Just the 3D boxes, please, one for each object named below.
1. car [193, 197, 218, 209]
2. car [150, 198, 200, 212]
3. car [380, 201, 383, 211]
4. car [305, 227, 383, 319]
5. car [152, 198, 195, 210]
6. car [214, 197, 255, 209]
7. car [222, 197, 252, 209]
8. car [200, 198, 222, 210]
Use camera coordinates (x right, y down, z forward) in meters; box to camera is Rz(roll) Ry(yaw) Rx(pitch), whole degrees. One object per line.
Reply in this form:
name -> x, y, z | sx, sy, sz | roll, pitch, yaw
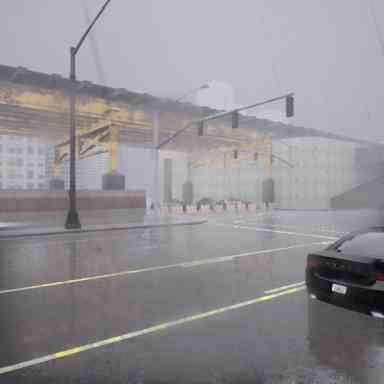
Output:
car -> 1.727, 1.295, 40.006 | 1.853, 1.218, 4.536 | 0, 0, 18
car -> -2.010, 1.453, 37.240 | 4.974, 1.542, 2.038 | 0, 0, 8
car -> 24.243, 1.491, 39.771 | 4.902, 1.511, 2.128 | 0, 0, -37
car -> 4.486, 1.478, 7.043 | 5.008, 1.535, 1.882 | 0, 0, -36
car -> -2.061, 1.295, 37.246 | 4.536, 1.218, 1.853 | 0, 0, 8
car -> 5.590, 1.453, 43.750 | 4.974, 1.542, 2.038 | 0, 0, -7
car -> 5.538, 1.295, 43.743 | 4.536, 1.218, 1.853 | 0, 0, -7
car -> 1.712, 1.453, 39.957 | 2.038, 1.542, 4.974 | 0, 0, 18
